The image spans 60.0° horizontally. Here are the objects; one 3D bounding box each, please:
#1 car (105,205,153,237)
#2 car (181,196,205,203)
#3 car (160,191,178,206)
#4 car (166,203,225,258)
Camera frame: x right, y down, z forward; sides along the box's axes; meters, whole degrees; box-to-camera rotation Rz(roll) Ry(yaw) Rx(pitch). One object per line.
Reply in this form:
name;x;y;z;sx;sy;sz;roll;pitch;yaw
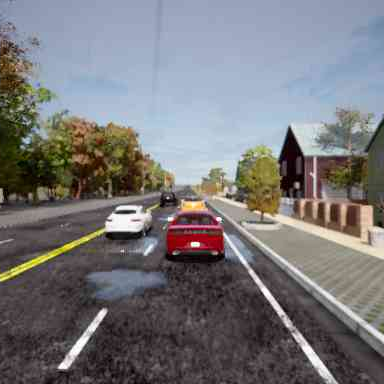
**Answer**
car;-3.149;1.411;17.136;1.812;1.442;4.674;0;0;0
car;0.100;1.137;30.314;2.097;1.767;4.553;0;0;0
car;-3.148;0.881;46.162;2.150;2.045;5.566;0;0;0
car;0.101;1.395;12.399;1.882;1.535;5.008;0;0;0
